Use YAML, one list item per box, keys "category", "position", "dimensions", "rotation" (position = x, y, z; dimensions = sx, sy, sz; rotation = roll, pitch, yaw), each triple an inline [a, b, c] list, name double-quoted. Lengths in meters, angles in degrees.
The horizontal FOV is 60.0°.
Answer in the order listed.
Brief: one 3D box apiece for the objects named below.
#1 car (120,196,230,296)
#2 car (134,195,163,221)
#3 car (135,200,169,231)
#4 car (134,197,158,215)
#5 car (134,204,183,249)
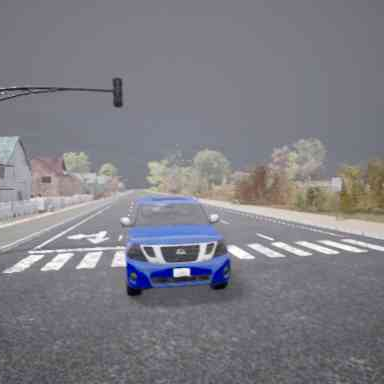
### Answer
- category: "car"
  position: [-0.647, 1.157, 9.016]
  dimensions: [2.150, 2.045, 5.566]
  rotation: [-1, 0, -9]
- category: "car"
  position: [-3.604, 1.205, 26.974]
  dimensions: [2.097, 1.767, 4.553]
  rotation: [-1, 0, -9]
- category: "car"
  position: [-2.638, 1.358, 21.111]
  dimensions: [1.882, 1.535, 5.008]
  rotation: [-1, 0, -10]
- category: "car"
  position: [-4.554, 1.316, 32.753]
  dimensions: [2.128, 1.511, 4.902]
  rotation: [-1, 1, -9]
- category: "car"
  position: [-1.667, 1.413, 15.235]
  dimensions: [1.837, 1.490, 4.892]
  rotation: [-1, 1, -9]
